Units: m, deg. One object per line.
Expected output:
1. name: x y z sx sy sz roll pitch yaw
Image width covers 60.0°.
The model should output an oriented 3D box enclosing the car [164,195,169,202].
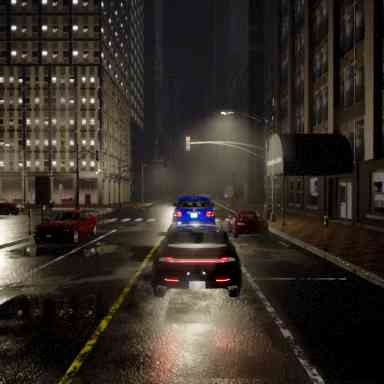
1. car: -5.664 1.524 77.825 1.887 1.381 4.507 0 0 0

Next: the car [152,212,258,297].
1. car: 0.102 1.491 8.538 2.128 1.511 4.902 0 0 0

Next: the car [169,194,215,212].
1. car: 0.096 1.219 18.457 2.150 2.045 5.566 0 0 0

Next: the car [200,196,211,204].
1. car: 2.712 1.536 66.427 2.008 1.369 4.403 0 0 0

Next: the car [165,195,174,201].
1. car: -5.662 1.541 83.522 1.947 1.339 4.313 0 0 0

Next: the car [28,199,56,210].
1. car: -18.507 1.498 39.491 4.403 1.369 2.008 0 0 1

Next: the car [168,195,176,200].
1. car: -5.657 1.533 94.915 1.947 1.339 4.313 0 0 0

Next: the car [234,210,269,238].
1. car: 2.821 1.580 17.138 1.802 1.307 4.206 0 0 0

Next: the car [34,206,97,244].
1. car: -5.819 1.543 15.765 1.887 1.381 4.507 0 0 0

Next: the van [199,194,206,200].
1. van: 2.720 1.312 89.214 1.690 1.788 3.998 0 0 0

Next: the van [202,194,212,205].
1. van: 2.708 1.328 60.731 1.690 1.788 3.998 0 0 0

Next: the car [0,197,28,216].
1. car: -18.597 1.308 31.109 5.009 1.841 2.192 0 0 1
